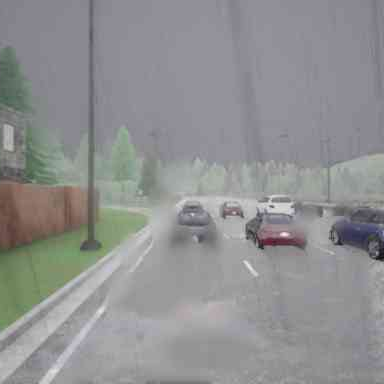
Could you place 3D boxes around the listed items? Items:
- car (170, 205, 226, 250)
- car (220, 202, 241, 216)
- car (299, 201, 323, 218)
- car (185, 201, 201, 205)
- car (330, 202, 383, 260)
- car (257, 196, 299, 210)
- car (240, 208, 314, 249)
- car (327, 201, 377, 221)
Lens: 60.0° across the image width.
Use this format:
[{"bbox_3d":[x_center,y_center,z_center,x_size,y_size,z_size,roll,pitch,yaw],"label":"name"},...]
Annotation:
[{"bbox_3d":[0.075,1.541,14.551,2.128,1.511,4.902,0,0,0],"label":"car"},{"bbox_3d":[3.589,1.630,30.688,1.812,1.442,4.674,0,0,0],"label":"car"},{"bbox_3d":[10.595,1.583,31.231,1.882,1.535,5.008,0,0,0],"label":"car"},{"bbox_3d":[0.092,1.606,29.946,1.837,1.490,4.892,0,0,0],"label":"car"},{"bbox_3d":[7.080,1.395,12.684,2.097,1.767,4.553,0,0,0],"label":"car"},{"bbox_3d":[7.091,1.318,28.685,2.150,2.045,5.566,0,0,0],"label":"car"},{"bbox_3d":[3.587,1.615,14.860,1.994,1.385,4.181,0,0,0],"label":"car"},{"bbox_3d":[14.092,1.592,29.654,2.128,1.511,4.902,0,0,0],"label":"car"}]
